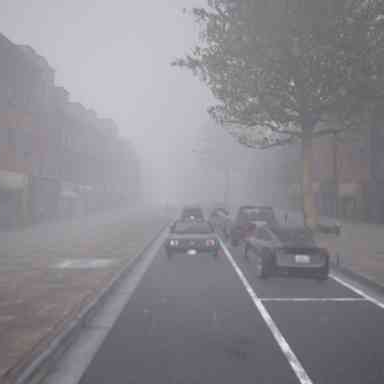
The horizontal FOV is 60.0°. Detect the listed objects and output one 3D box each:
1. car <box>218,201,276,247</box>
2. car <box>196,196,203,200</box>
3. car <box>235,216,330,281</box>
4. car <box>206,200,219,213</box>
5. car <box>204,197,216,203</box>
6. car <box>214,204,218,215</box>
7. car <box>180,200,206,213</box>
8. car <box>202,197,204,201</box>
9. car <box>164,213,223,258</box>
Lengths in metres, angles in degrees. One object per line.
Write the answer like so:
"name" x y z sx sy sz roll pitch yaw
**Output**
"car" 2.671 1.461 15.670 2.192 1.841 5.009 2 0 0
"car" 2.682 1.941 82.323 1.967 1.590 4.097 2 0 0
"car" 2.663 1.666 10.109 1.947 1.339 4.313 2 0 0
"car" 2.670 1.813 32.337 1.947 1.339 4.313 2 0 0
"car" 3.026 1.776 45.543 1.882 1.535 5.008 0 0 0
"car" 2.667 1.732 21.226 1.887 1.381 4.507 2 0 0
"car" 0.027 1.736 28.509 1.837 1.490 4.892 0 0 0
"car" 3.033 1.832 52.547 1.837 1.490 4.892 0 0 0
"car" 0.021 1.729 13.286 1.895 1.301 4.718 0 0 0
